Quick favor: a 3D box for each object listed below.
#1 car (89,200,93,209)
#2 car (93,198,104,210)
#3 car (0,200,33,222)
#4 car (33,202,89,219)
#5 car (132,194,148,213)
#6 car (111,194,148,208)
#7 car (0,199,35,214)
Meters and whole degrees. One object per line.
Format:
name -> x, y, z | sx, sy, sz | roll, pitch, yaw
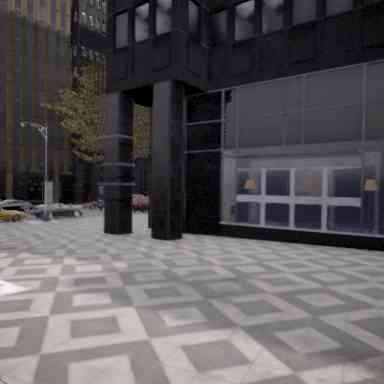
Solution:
car -> -12.109, 1.487, 42.831 | 1.802, 1.307, 4.206 | 1, 1, 36
car -> -9.587, 1.311, 41.750 | 2.097, 1.767, 4.553 | 1, 1, 36
car -> -14.776, 1.582, 24.577 | 1.752, 1.417, 4.829 | 1, 1, 36
car -> -11.648, 1.613, 28.908 | 2.008, 1.369, 4.403 | 1, 1, 36
car -> -5.190, 1.391, 37.844 | 2.192, 1.841, 5.009 | 1, 1, 36
car -> -8.877, 1.227, 47.298 | 2.192, 1.841, 5.009 | 1, 1, 36
car -> -18.564, 1.457, 33.891 | 1.947, 1.339, 4.313 | 1, 1, 36
